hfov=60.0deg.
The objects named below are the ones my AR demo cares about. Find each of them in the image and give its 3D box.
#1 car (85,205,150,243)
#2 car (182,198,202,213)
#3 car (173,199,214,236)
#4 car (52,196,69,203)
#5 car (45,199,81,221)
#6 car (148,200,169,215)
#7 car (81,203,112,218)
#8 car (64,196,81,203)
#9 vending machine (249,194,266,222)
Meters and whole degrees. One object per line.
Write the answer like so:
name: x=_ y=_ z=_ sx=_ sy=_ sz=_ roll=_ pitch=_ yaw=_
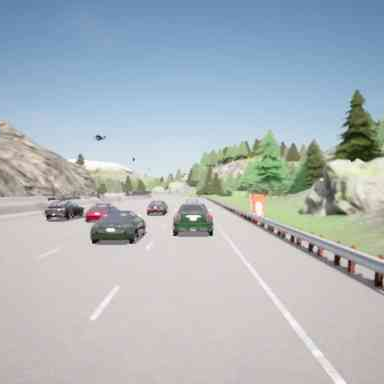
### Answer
car: x=-3.433 y=1.566 z=16.059 sx=1.994 sy=1.385 sz=4.181 roll=0 pitch=0 yaw=0
car: x=0.022 y=1.491 z=37.492 sx=2.128 sy=1.511 sz=4.902 roll=0 pitch=0 yaw=0
car: x=0.062 y=1.352 z=18.694 sx=2.097 sy=1.767 sz=4.553 roll=0 pitch=0 yaw=0
car: x=-28.147 y=1.540 z=71.239 sx=1.812 sy=1.442 sz=4.674 roll=0 pitch=0 yaw=0
car: x=-10.455 y=1.498 z=27.585 sx=2.128 sy=1.511 sz=4.902 roll=0 pitch=0 yaw=0
car: x=-3.468 y=1.549 z=33.908 sx=2.033 sy=1.411 sz=5.357 roll=0 pitch=0 yaw=0
car: x=-6.952 y=1.568 z=26.363 sx=1.994 sy=1.385 sz=4.181 roll=0 pitch=0 yaw=0
car: x=-24.642 y=1.515 z=68.955 sx=1.837 sy=1.490 sz=4.892 roll=0 pitch=0 yaw=0
vending machine: x=4.950 y=1.192 z=25.169 sx=1.100 sy=2.100 sz=0.880 roll=0 pitch=0 yaw=0
